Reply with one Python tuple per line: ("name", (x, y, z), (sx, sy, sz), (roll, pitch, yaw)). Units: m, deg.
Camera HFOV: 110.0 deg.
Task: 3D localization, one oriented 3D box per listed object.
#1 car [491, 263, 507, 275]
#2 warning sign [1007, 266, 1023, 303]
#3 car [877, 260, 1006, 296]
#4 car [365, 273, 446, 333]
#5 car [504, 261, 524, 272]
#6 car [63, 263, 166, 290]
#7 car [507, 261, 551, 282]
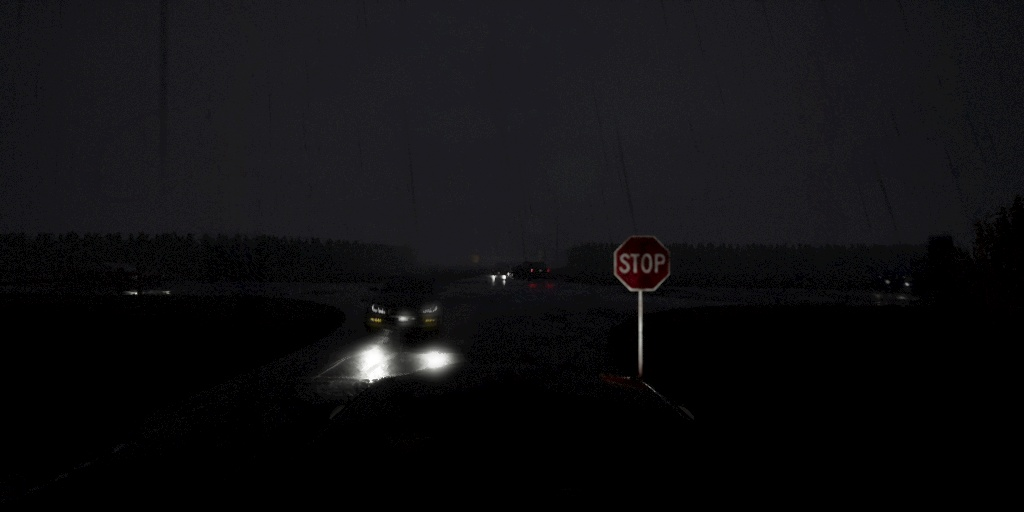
("car", (-1.191, 1.539, 43.108), (2.033, 1.411, 5.357), (0, 0, 7))
("warning sign", (21.220, 1.067, 14.646), (1.060, 1.860, 1.300), (0, 0, 6))
("car", (25.490, 1.253, 21.392), (5.566, 2.045, 2.150), (0, 0, 6))
("car", (-3.168, 1.307, 11.148), (1.837, 1.490, 4.892), (2, -1, -12))
("car", (0.318, 1.549, 53.478), (2.128, 1.511, 4.902), (0, 0, 10))
("car", (-23.557, 1.173, 21.337), (5.008, 1.535, 1.882), (0, 0, 3))
("car", (1.607, 1.273, 31.844), (2.097, 1.767, 4.553), (0, 0, -22))
